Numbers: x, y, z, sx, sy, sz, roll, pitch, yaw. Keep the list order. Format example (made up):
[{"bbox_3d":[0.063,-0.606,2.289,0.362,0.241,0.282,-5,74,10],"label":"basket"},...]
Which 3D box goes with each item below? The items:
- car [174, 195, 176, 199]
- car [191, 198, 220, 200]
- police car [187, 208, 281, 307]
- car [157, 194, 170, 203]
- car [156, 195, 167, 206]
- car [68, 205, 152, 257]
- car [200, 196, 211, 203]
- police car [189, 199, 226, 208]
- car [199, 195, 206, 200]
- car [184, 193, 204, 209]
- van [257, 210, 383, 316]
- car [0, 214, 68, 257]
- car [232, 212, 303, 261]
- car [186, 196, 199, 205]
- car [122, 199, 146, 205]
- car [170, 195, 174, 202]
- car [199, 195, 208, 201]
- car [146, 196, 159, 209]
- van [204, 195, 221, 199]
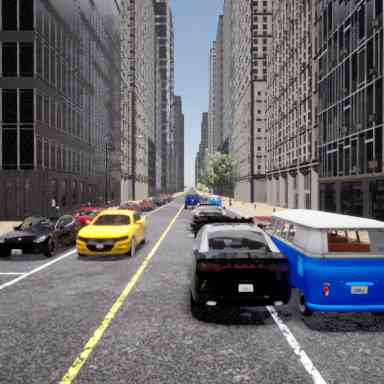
[{"bbox_3d":[-5.515,1.524,81.294,1.802,1.307,4.206,0,0,0],"label":"car"},{"bbox_3d":[0.953,1.451,24.293,1.801,1.575,5.366,0,0,0],"label":"car"},{"bbox_3d":[0.919,1.424,8.212,1.930,1.638,5.238,0,0,0],"label":"police car"},{"bbox_3d":[-5.566,1.285,58.505,2.192,1.841,5.009,0,0,0],"label":"car"},{"bbox_3d":[-5.577,1.542,52.808,1.947,1.339,4.313,0,0,0],"label":"car"},{"bbox_3d":[-2.971,1.475,13.197,1.882,1.535,5.008,0,0,0],"label":"car"},{"bbox_3d":[2.840,1.508,69.880,2.008,1.369,4.403,0,0,0],"label":"car"},{"bbox_3d":[0.940,1.422,18.213,1.930,1.638,5.238,0,0,0],"label":"police car"},{"bbox_3d":[2.890,1.474,92.669,2.008,1.369,4.403,0,0,0],"label":"car"},{"bbox_3d":[0.103,1.205,44.874,2.150,2.045,5.566,0,0,0],"label":"car"},{"bbox_3d":[2.702,1.340,7.214,1.690,1.788,3.998,0,0,0],"label":"van"},{"bbox_3d":[-5.665,1.564,12.929,1.947,1.339,4.313,0,0,0],"label":"car"},{"bbox_3d":[2.716,1.580,12.910,1.802,1.307,4.206,0,0,0],"label":"car"},{"bbox_3d":[0.129,1.461,59.148,2.128,1.511,4.902,0,0,0],"label":"car"},{"bbox_3d":[-5.627,1.575,30.021,1.802,1.307,4.206,0,0,0],"label":"car"},{"bbox_3d":[-5.541,1.272,69.899,2.192,1.841,5.009,0,0,0],"label":"car"},{"bbox_3d":[2.865,1.493,81.275,2.008,1.369,4.403,0,0,0],"label":"car"},{"bbox_3d":[-5.603,1.568,41.415,1.802,1.307,4.206,0,0,0],"label":"car"},{"bbox_3d":[2.777,1.327,41.396,1.690,1.788,3.998,0,0,0],"label":"van"}]
